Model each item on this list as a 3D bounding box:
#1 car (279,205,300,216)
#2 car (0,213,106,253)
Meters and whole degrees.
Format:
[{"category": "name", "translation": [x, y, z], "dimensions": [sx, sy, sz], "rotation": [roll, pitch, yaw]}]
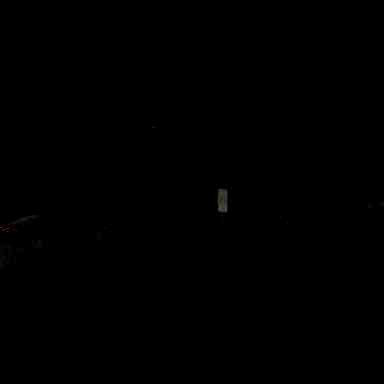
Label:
[{"category": "car", "translation": [14.560, 2.717, 49.544], "dimensions": [2.128, 1.511, 4.902], "rotation": [1, -1, 35]}, {"category": "car", "translation": [-6.235, 1.721, 15.262], "dimensions": [1.882, 1.535, 5.008], "rotation": [1, 0, 35]}]
